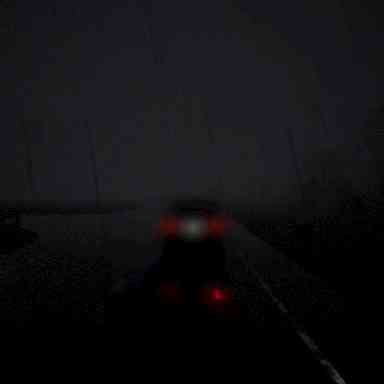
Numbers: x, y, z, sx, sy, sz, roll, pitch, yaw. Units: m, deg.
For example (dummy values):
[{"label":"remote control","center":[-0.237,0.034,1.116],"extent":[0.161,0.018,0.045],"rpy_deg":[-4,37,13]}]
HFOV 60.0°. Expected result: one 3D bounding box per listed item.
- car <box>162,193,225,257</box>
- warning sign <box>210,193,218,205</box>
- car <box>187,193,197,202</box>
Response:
[{"label":"car","center":[0.063,1.220,13.142],"extent":[2.150,2.045,5.566],"rpy_deg":[0,0,0]},{"label":"warning sign","center":[3.566,1.096,53.843],"extent":[1.300,1.860,1.060],"rpy_deg":[1,1,0]},{"label":"car","center":[0.009,1.188,73.722],"extent":[2.150,2.045,5.566],"rpy_deg":[0,0,0]}]
